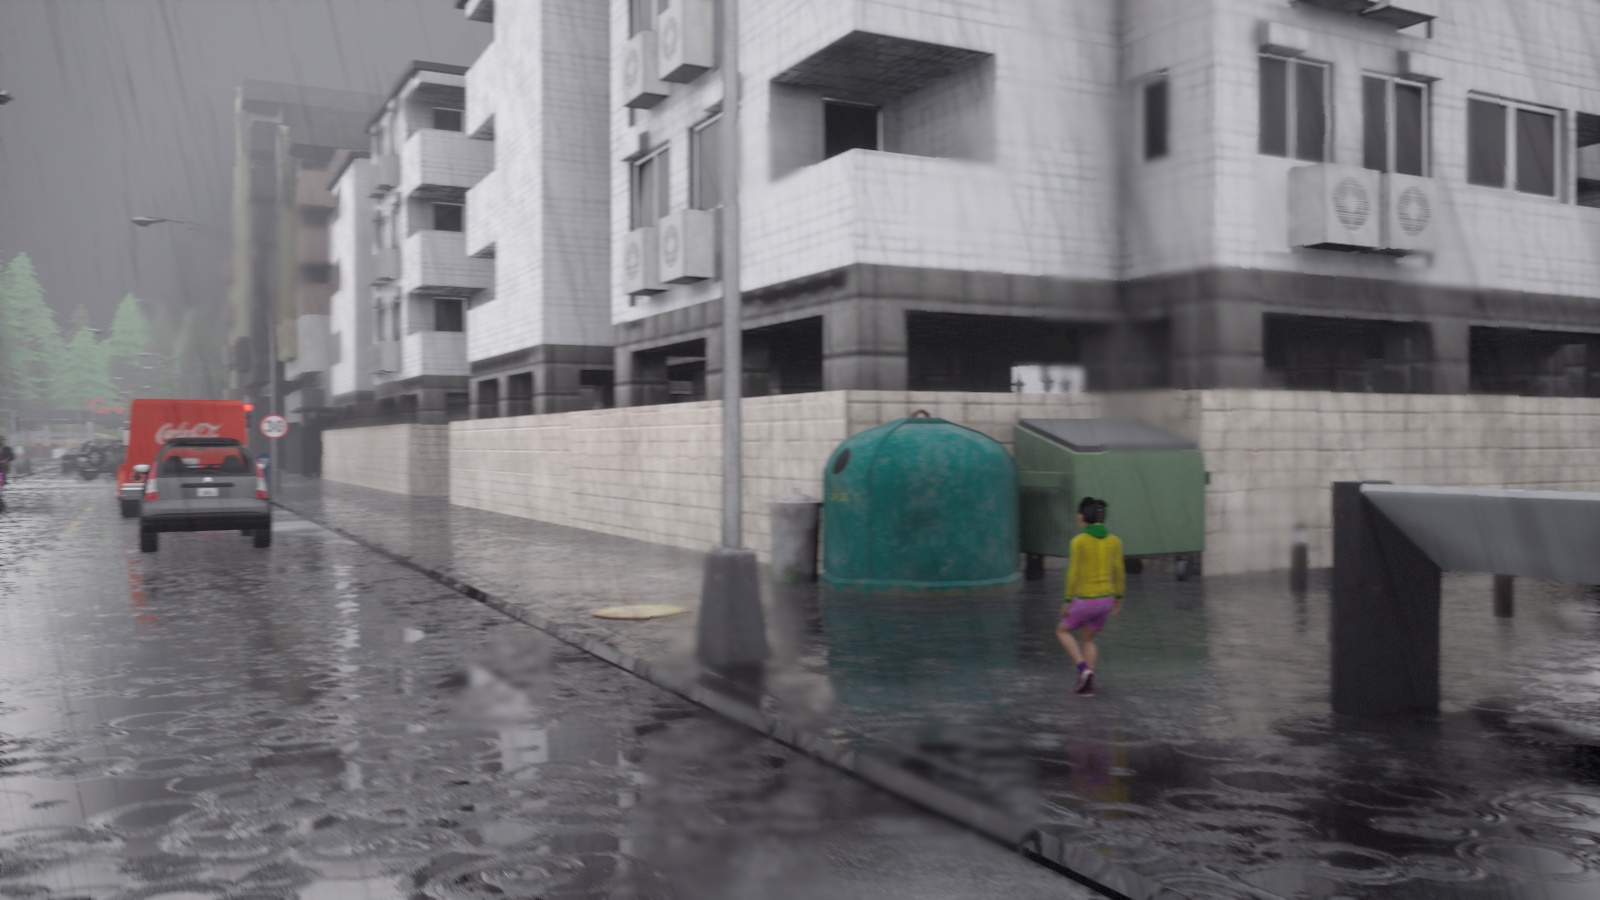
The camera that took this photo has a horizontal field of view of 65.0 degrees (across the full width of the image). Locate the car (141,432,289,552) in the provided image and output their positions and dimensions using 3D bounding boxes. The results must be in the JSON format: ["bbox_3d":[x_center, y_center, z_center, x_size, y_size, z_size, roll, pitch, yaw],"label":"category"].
[{"bbox_3d":[-8.967,0.557,19.146,1.851,1.617,3.988,0,0,-27],"label":"car"}]

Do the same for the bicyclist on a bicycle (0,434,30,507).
[{"bbox_3d":[-19.606,0.487,31.216,0.659,1.776,1.843,0,0,-27],"label":"bicyclist on a bicycle"}]

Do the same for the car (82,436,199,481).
[{"bbox_3d":[-28.537,0.324,54.518,1.932,1.855,4.605,1,0,13],"label":"car"}]

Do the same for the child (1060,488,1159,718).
[{"bbox_3d":[1.648,0.793,6.711,0.299,1.160,0.473,0,0,-21],"label":"child"}]

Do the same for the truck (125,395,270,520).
[{"bbox_3d":[-13.306,0.135,27.659,2.627,2.467,5.204,0,0,-27],"label":"truck"}]

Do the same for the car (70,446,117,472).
[{"bbox_3d":[-39.716,0.491,70.657,2.033,1.411,5.357,0,0,-27],"label":"car"}]
